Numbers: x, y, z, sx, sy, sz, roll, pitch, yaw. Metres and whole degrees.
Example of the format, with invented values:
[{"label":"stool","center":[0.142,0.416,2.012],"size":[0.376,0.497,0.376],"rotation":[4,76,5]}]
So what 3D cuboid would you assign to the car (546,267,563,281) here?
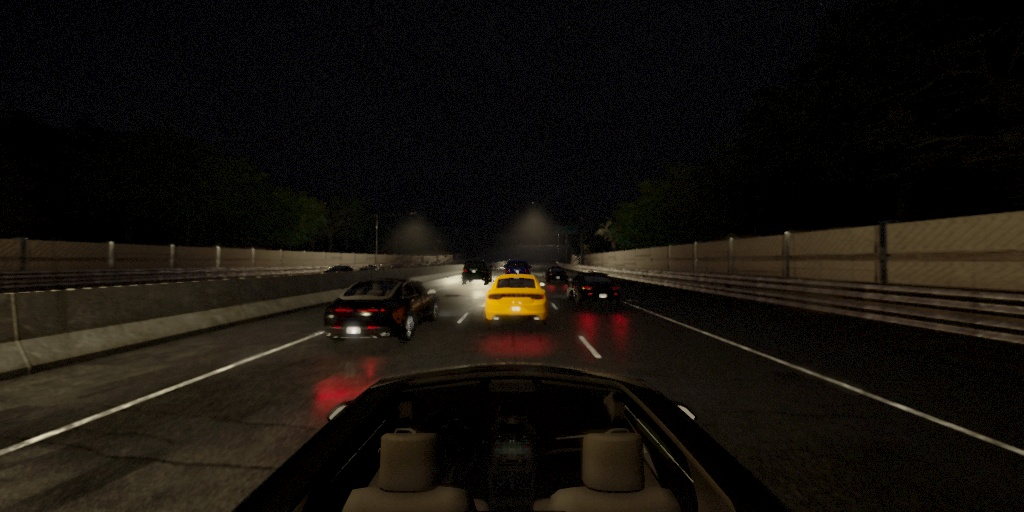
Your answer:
[{"label":"car","center":[4.061,1.722,33.326],"size":[1.812,1.442,4.674],"rotation":[0,-1,2]}]

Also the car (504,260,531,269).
[{"label":"car","center":[0.505,1.387,31.363],"size":[2.150,2.045,5.566],"rotation":[0,-1,2]}]

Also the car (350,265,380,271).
[{"label":"car","center":[-16.831,1.803,42.870],"size":[2.128,1.511,4.902],"rotation":[0,-1,2]}]

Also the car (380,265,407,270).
[{"label":"car","center":[-13.357,1.831,42.146],"size":[1.812,1.442,4.674],"rotation":[0,-1,2]}]

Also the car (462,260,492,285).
[{"label":"car","center":[-2.994,1.385,31.492],"size":[2.150,2.045,5.566],"rotation":[0,-1,2]}]

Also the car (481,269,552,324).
[{"label":"car","center":[0.156,1.374,12.626],"size":[1.882,1.535,5.008],"rotation":[0,-1,1]}]

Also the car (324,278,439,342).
[{"label":"car","center":[-3.380,1.366,10.144],"size":[1.837,1.490,4.892],"rotation":[0,0,1]}]

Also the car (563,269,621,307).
[{"label":"car","center":[3.722,1.484,16.801],"size":[1.812,1.442,4.674],"rotation":[0,-1,1]}]

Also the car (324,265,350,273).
[{"label":"car","center":[-20.347,1.829,42.496],"size":[1.812,1.442,4.674],"rotation":[0,-1,2]}]
